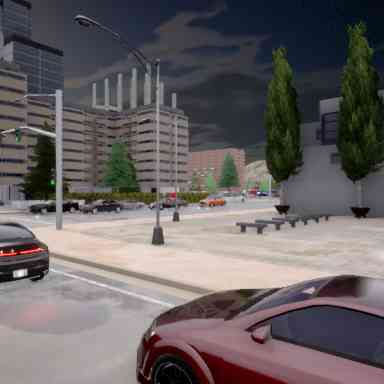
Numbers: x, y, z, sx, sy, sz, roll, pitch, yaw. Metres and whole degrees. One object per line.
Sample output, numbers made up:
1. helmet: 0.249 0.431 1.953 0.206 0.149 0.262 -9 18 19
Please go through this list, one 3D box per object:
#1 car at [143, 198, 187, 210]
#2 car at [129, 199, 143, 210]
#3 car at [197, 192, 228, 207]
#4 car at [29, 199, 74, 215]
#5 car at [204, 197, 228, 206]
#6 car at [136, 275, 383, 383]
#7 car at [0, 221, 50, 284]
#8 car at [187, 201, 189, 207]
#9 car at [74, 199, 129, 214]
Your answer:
1. car: -3.379 1.491 42.300 2.128 1.511 4.902 0 0 40
2. car: -8.281 1.601 41.930 1.895 1.301 4.718 0 0 40
3. car: 3.023 1.352 49.835 2.097 1.767 4.553 0 0 40
4. car: -14.318 1.478 34.805 1.882 1.535 5.008 0 0 40
5. car: 4.063 1.564 56.443 1.994 1.385 4.181 0 0 41
6. car: 1.422 1.564 3.226 4.181 1.385 1.994 0 0 37
7. car: -5.557 1.505 8.734 4.892 1.490 1.837 0 0 40
8. car: -2.414 1.564 48.844 1.994 1.385 4.181 0 0 41
9. car: -9.461 1.505 35.123 1.837 1.490 4.892 0 0 40
